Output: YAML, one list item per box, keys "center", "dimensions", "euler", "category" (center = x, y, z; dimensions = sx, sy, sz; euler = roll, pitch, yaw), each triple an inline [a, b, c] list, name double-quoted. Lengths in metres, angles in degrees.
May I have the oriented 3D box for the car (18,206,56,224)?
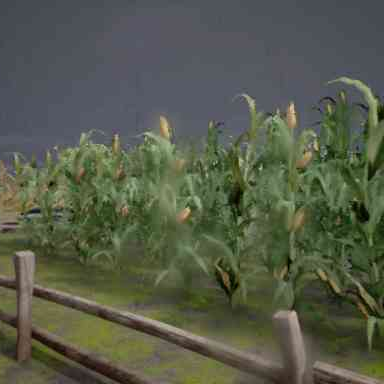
- center: [-11.211, 1.637, 25.912]
  dimensions: [1.994, 1.385, 4.181]
  euler: [0, 0, 37]
  category: "car"
